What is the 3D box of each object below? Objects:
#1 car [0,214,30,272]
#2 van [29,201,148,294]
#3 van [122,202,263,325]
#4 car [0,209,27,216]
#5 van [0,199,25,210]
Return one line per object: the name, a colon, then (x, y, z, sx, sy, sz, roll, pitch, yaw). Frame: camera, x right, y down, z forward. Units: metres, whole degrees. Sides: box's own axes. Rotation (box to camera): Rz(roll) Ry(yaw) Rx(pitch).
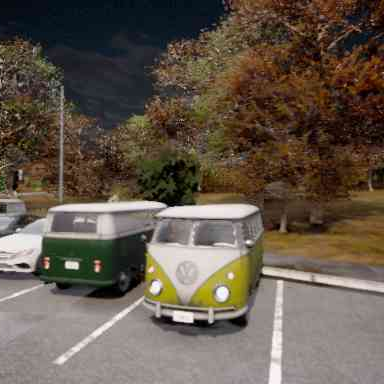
car: (-4.291, 1.530, 10.499, 2.002, 1.452, 4.674, 0, -1, 15)
van: (-1.872, 1.264, 8.903, 1.878, 1.987, 4.442, 0, -1, 16)
van: (0.471, 1.260, 6.964, 1.878, 1.987, 4.442, 1, -1, 16)
car: (-6.690, 1.535, 12.208, 2.002, 1.452, 4.674, 0, -1, 16)
van: (-9.113, 1.272, 13.807, 1.878, 1.987, 4.442, 0, -1, 16)
